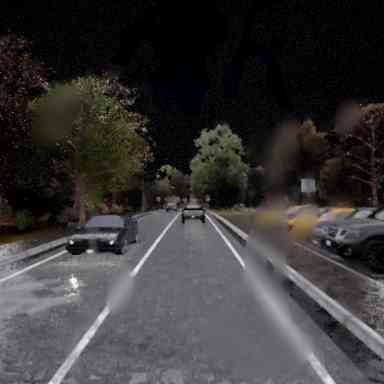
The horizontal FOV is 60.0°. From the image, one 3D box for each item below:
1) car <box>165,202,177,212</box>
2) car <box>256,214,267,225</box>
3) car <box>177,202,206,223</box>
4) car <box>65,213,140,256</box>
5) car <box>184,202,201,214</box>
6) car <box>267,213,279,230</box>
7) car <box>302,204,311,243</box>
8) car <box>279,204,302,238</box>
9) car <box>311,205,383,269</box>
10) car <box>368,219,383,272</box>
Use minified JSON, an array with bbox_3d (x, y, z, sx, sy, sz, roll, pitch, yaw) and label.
[{"bbox_3d":[-3.310,2.497,54.693,1.837,1.490,4.892,0,-2,0],"label":"car"},{"bbox_3d":[6.902,1.576,21.546,5.366,1.575,1.946,0,0,0],"label":"car"},{"bbox_3d":[0.101,1.707,27.637,2.128,1.511,4.902,0,-1,0],"label":"car"},{"bbox_3d":[-3.349,1.594,13.638,2.033,1.411,5.357,0,0,0],"label":"car"},{"bbox_3d":[0.094,2.100,43.849,2.128,1.511,4.902,0,-2,0],"label":"car"},{"bbox_3d":[7.091,1.550,18.777,4.892,1.521,2.231,0,0,0],"label":"car"},{"bbox_3d":[7.113,1.390,13.228,4.553,1.767,2.185,0,0,0],"label":"car"},{"bbox_3d":[7.090,1.528,16.005,5.008,1.535,2.097,0,0,0],"label":"car"},{"bbox_3d":[7.052,1.256,10.457,5.566,2.045,2.435,0,0,0],"label":"car"},{"bbox_3d":[7.108,1.531,7.680,4.792,1.488,2.163,0,0,0],"label":"car"}]
